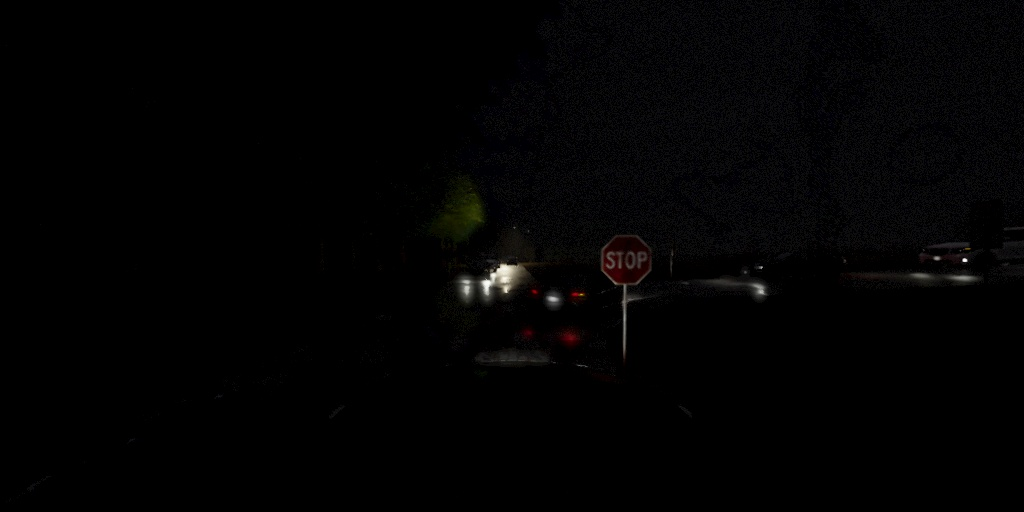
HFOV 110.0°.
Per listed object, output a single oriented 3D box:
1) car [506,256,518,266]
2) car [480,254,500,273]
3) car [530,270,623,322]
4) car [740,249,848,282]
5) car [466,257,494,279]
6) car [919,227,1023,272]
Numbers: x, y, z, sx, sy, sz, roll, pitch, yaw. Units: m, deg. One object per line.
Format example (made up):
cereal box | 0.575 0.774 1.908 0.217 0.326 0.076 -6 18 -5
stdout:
car | 0.021 1.051 61.985 2.033 1.411 5.357 0 0 0
car | -2.810 0.800 41.233 2.150 2.045 5.566 0 0 -1
car | 2.304 1.144 11.981 1.994 1.385 4.181 0 2 33
car | 14.001 0.419 17.937 4.674 1.442 1.812 -3 1 1
car | -2.789 1.096 30.606 1.882 1.535 5.008 0 0 -1
car | 23.876 -0.372 17.833 5.566 2.045 2.150 -3 1 0
